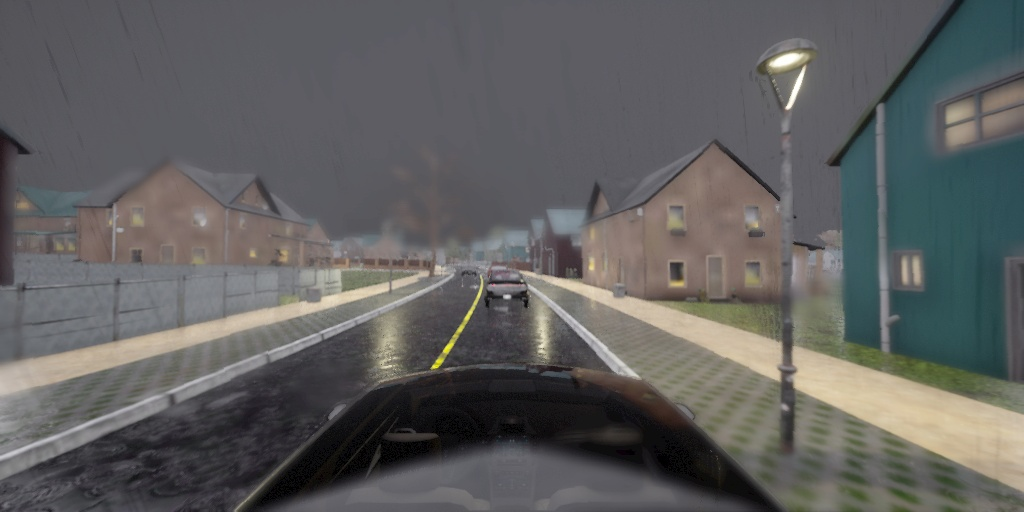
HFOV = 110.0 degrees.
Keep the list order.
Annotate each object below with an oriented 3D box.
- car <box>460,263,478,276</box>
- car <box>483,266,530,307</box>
[{"bbox_3d":[-5.157,1.648,43.100,1.837,1.490,4.892,0,-1,-6],"label":"car"},{"bbox_3d":[-0.276,1.379,16.228,2.128,1.511,4.902,0,0,-2],"label":"car"}]
